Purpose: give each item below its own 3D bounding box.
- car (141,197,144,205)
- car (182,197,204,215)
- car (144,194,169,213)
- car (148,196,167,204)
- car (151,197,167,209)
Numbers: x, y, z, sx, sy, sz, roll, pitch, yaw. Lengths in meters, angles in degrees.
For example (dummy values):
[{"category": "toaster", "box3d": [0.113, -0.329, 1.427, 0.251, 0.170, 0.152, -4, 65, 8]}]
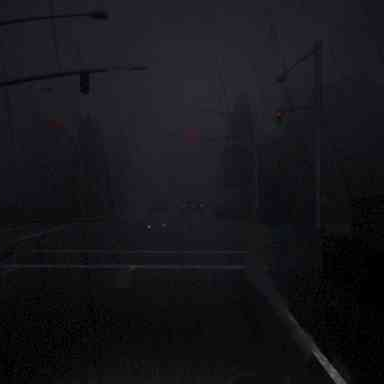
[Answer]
[{"category": "car", "box3d": [-7.386, 1.476, 57.043, 1.837, 1.490, 4.892, 0, 0, -21]}, {"category": "car", "box3d": [0.104, 1.334, 33.675, 2.097, 1.767, 4.553, 0, 0, 0]}, {"category": "car", "box3d": [-3.731, 1.202, 37.131, 2.150, 2.045, 5.566, 0, 0, -2]}, {"category": "car", "box3d": [-6.738, 1.514, 64.834, 2.033, 1.411, 5.357, 0, 0, -26]}, {"category": "car", "box3d": [-4.722, 1.502, 46.963, 1.812, 1.442, 4.674, 0, 0, -11]}]
